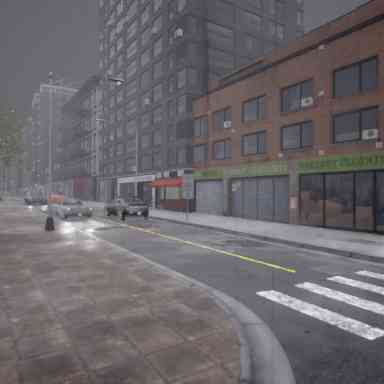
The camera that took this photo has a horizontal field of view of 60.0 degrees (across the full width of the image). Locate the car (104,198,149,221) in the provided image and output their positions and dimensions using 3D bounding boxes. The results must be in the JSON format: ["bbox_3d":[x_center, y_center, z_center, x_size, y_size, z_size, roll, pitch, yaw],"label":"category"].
[{"bbox_3d":[-4.691,1.142,23.426,2.128,1.511,4.902,0,1,-32],"label":"car"}]

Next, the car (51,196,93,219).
[{"bbox_3d":[-8.708,1.195,24.267,1.895,1.301,4.718,0,1,-32],"label":"car"}]

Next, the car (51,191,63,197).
[{"bbox_3d":[-19.138,0.730,46.278,2.097,1.767,4.553,0,0,-32],"label":"car"}]

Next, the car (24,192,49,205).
[{"bbox_3d":[-19.848,0.741,42.068,2.097,1.767,4.553,0,0,-32],"label":"car"}]
